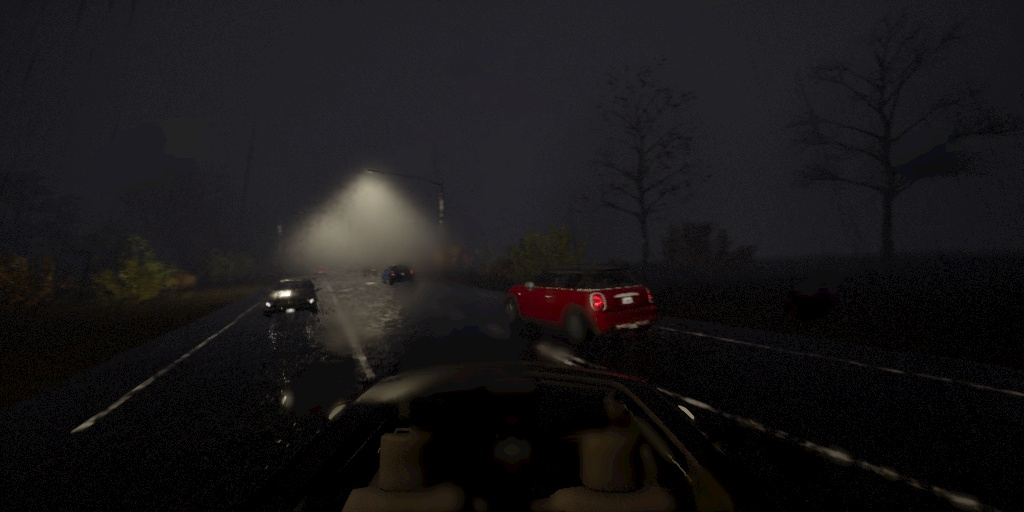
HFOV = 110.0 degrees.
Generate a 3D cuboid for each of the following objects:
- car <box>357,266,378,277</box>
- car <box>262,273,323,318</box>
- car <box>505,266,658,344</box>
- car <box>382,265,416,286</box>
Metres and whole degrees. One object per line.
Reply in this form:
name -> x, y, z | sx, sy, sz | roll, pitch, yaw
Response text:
car -> -19.687, 2.098, 49.236 | 1.837, 1.490, 4.892 | -2, 0, -28
car -> -9.504, 1.693, 15.662 | 2.033, 1.411, 5.357 | -2, 0, -28
car -> 1.558, 1.050, 9.814 | 2.097, 1.767, 4.553 | -2, 0, -28
car -> -9.823, 1.534, 30.926 | 2.097, 1.767, 4.553 | -2, 0, -28
